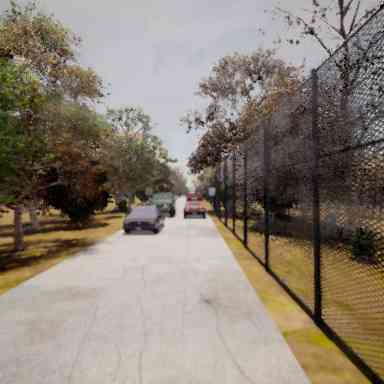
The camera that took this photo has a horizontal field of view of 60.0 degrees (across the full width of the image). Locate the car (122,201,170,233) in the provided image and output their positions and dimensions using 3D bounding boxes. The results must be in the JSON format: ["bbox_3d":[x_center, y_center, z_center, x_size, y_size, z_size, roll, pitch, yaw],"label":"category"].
[{"bbox_3d":[-2.648,1.461,19.317,2.033,1.411,5.357,0,0,0],"label":"car"}]

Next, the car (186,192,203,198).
[{"bbox_3d":[0.322,1.038,44.775,2.150,2.045,5.566,0,1,1],"label":"car"}]

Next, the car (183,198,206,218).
[{"bbox_3d":[0.230,1.480,29.166,1.895,1.301,4.718,0,0,1],"label":"car"}]

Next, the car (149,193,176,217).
[{"bbox_3d":[-2.587,1.091,30.064,2.150,2.045,5.566,0,0,1],"label":"car"}]
